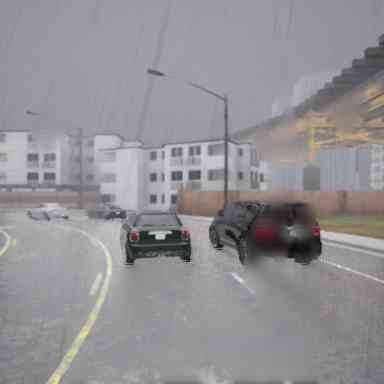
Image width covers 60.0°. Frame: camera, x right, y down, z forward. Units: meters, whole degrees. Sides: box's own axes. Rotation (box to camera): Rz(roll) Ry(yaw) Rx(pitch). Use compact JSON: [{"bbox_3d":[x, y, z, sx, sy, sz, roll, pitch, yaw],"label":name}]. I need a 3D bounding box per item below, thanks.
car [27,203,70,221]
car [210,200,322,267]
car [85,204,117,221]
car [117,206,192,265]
[{"bbox_3d":[-12.114,1.646,28.090,4.674,1.442,1.812,0,-1,40],"label":"car"},{"bbox_3d":[2.290,1.274,11.837,2.150,2.045,5.566,0,0,-12],"label":"car"},{"bbox_3d":[-7.437,1.686,28.546,1.994,1.385,4.181,0,0,-44],"label":"car"},{"bbox_3d":[-1.503,1.405,12.273,2.097,1.767,4.553,0,0,-15],"label":"car"}]
